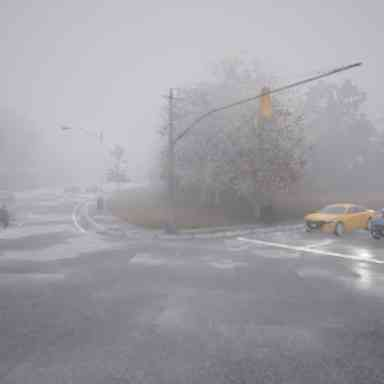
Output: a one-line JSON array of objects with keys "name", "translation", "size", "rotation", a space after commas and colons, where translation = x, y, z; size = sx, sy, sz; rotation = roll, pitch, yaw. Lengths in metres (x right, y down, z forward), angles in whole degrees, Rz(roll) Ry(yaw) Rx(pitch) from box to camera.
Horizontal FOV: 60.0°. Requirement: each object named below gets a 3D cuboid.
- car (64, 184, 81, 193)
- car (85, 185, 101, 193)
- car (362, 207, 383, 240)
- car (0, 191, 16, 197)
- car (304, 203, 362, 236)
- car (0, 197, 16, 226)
[{"name": "car", "translation": [-21.784, -0.630, 60.579], "size": [2.128, 1.511, 4.902], "rotation": [0, 4, -1]}, {"name": "car", "translation": [-18.339, -0.641, 61.804], "size": [2.033, 1.411, 5.357], "rotation": [0, 4, -1]}, {"name": "car", "translation": [10.403, 1.421, 15.691], "size": [5.008, 1.535, 1.882], "rotation": [-1, 1, -34]}, {"name": "car", "translation": [-22.286, 0.681, 39.188], "size": [1.837, 1.490, 4.892], "rotation": [0, 3, -12]}, {"name": "car", "translation": [8.259, 1.423, 18.474], "size": [5.008, 1.535, 1.882], "rotation": [-1, 1, -35]}, {"name": "car", "translation": [-13.294, 1.380, 22.649], "size": [1.882, 1.535, 5.008], "rotation": [0, 1, -22]}]
